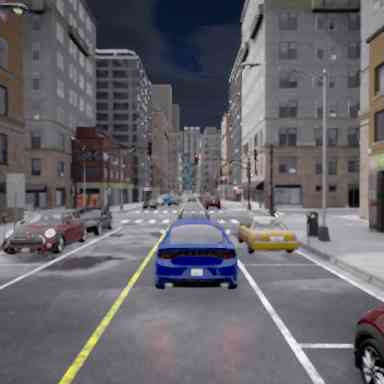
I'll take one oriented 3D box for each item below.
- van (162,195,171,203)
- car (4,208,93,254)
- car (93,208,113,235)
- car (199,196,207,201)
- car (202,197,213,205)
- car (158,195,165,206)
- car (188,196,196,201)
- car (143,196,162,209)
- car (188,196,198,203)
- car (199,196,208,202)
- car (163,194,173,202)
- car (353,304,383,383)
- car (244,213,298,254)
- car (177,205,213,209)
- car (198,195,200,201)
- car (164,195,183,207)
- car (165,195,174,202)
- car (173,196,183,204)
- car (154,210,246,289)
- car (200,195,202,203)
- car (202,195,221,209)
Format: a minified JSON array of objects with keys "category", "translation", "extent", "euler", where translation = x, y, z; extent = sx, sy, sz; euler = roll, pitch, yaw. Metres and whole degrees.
[{"category":"van","translation":[-5.658,1.478,73.608],"extent":[1.690,1.788,3.998],"euler":[-1,0,0]},{"category":"car","translation":[-5.673,1.455,13.309],"extent":[1.967,1.590,4.097],"euler":[-1,0,0]},{"category":"car","translation":[-5.670,1.590,18.805],"extent":[1.947,1.339,4.313],"euler":[-1,0,0]},{"category":"car","translation":[2.886,1.729,90.363],"extent":[1.947,1.339,4.313],"euler":[-1,0,0]},{"category":"car","translation":[2.871,1.642,62.603],"extent":[1.752,1.417,4.829],"euler":[-1,0,0]},{"category":"car","translation":[-5.661,1.631,56.680],"extent":[1.752,1.417,4.829],"euler":[-1,0,0]},{"category":"car","translation":[0.025,1.625,85.563],"extent":[1.895,1.301,4.718],"euler":[0,0,0]},{"category":"car","translation":[-5.664,1.648,45.679],"extent":[1.947,1.339,4.313],"euler":[-1,0,0]},{"category":"car","translation":[0.022,1.656,75.111],"extent":[2.128,1.511,4.902],"euler":[0,0,0]},{"category":"car","translation":[2.883,1.720,84.777],"extent":[1.947,1.339,4.313],"euler":[-1,0,0]},{"category":"car","translation":[-5.657,1.461,79.194],"extent":[2.192,1.841,5.009],"euler":[-1,0,0]},{"category":"car","translation":[2.849,1.442,2.313],"extent":[1.967,1.590,4.097],"euler":[-1,0,0]},{"category":"car","translation":[2.852,1.541,13.477],"extent":[1.752,1.417,4.829],"euler":[-1,0,0]},{"category":"car","translation":[0.106,1.625,18.580],"extent":[1.895,1.301,4.718],"euler":[0,0,0]},{"category":"car","translation":[2.871,1.442,68.019],"extent":[2.192,1.841,5.009],"euler":[-1,0,0]},{"category":"car","translation":[-3.050,1.650,55.134],"extent":[2.033,1.411,5.357],"euler":[0,0,0]},{"category":"car","translation":[-5.653,1.594,84.780],"extent":[1.967,1.590,4.097],"euler":[-1,0,0]},{"category":"car","translation":[-2.980,1.631,70.502],"extent":[1.837,1.490,4.892],"euler":[0,0,0]},{"category":"car","translation":[0.100,1.488,9.218],"extent":[1.882,1.535,5.008],"euler":[0,0,0]},{"category":"car","translation":[2.862,1.409,51.262],"extent":[2.192,1.841,5.009],"euler":[-1,0,0]},{"category":"car","translation":[2.859,1.397,45.676],"extent":[2.192,1.841,5.009],"euler":[-1,0,0]}]
